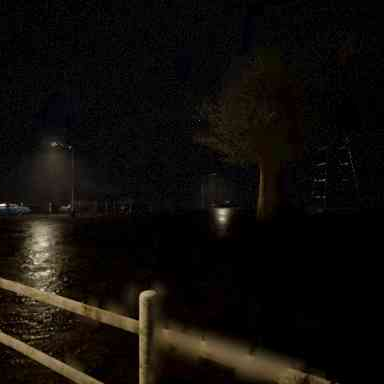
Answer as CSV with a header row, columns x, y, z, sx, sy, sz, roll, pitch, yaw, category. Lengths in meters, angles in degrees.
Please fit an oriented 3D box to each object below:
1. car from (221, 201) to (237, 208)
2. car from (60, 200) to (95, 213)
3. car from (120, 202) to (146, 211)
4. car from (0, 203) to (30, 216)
x,y,z,sx,sy,sz,roll,pitch,yaw,category
7.734,2.626,69.478,1.994,1.385,4.181,-2,-2,36,car
-15.129,1.911,44.015,2.097,1.767,4.553,-2,-2,36,car
-9.191,2.258,52.255,1.812,1.442,4.674,-2,-2,36,car
-20.669,1.950,36.309,2.033,1.411,5.357,-2,-2,35,car
